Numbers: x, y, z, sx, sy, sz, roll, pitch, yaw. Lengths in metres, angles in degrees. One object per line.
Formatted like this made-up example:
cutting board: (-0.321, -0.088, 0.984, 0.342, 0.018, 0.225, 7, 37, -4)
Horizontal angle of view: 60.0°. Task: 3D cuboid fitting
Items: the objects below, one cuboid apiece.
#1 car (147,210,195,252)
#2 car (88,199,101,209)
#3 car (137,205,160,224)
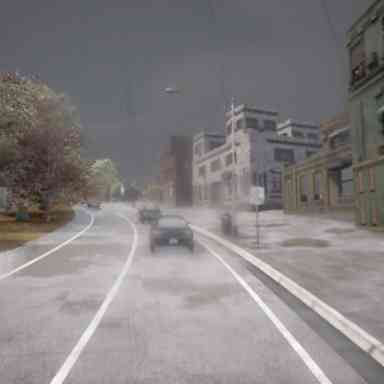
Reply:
car: (-0.980, 1.745, 15.007, 1.812, 1.442, 4.674, 1, -1, -7)
car: (-16.788, 2.018, 56.851, 2.128, 1.511, 4.902, 2, -1, -20)
car: (-3.752, 1.927, 29.383, 2.128, 1.511, 4.902, 2, -1, -14)
